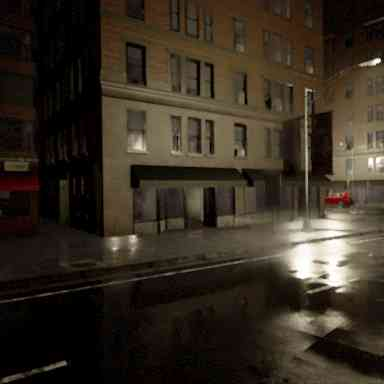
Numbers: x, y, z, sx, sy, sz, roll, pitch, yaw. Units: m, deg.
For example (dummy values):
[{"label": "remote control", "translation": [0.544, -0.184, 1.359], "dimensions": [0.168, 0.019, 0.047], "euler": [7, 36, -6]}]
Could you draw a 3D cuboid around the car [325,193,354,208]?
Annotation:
[{"label": "car", "translation": [17.377, 1.009, 41.189], "dimensions": [2.192, 1.841, 5.009], "euler": [-1, 1, -44]}]
